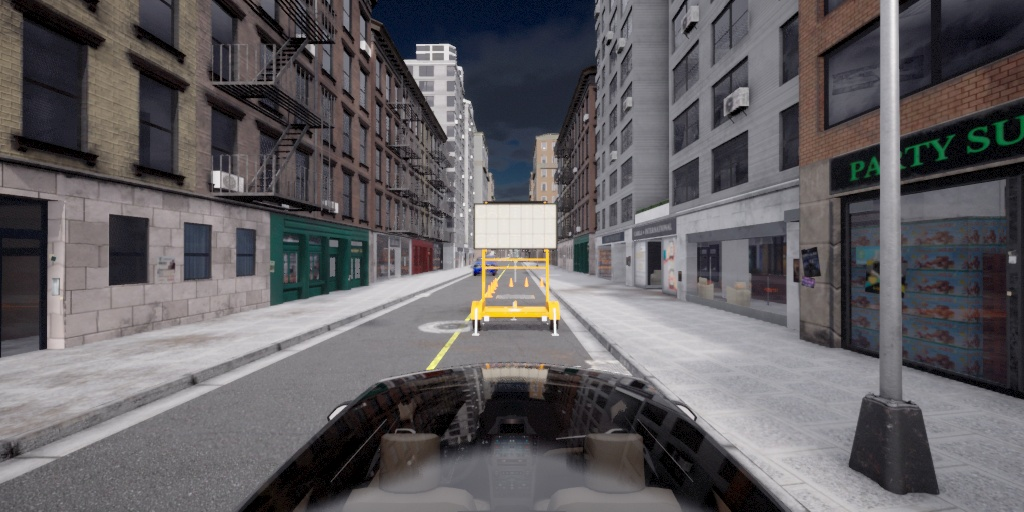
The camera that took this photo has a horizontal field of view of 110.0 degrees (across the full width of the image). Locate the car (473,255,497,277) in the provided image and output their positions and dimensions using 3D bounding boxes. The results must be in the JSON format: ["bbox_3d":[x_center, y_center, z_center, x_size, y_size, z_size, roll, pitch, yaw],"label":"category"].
[{"bbox_3d":[-2.652,0.962,36.343,2.150,2.045,5.566,0,0,1],"label":"car"}]

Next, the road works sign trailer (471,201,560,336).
[{"bbox_3d":[0.102,0.214,10.421,2.380,3.560,2.880,0,0,1],"label":"road works sign trailer"}]
